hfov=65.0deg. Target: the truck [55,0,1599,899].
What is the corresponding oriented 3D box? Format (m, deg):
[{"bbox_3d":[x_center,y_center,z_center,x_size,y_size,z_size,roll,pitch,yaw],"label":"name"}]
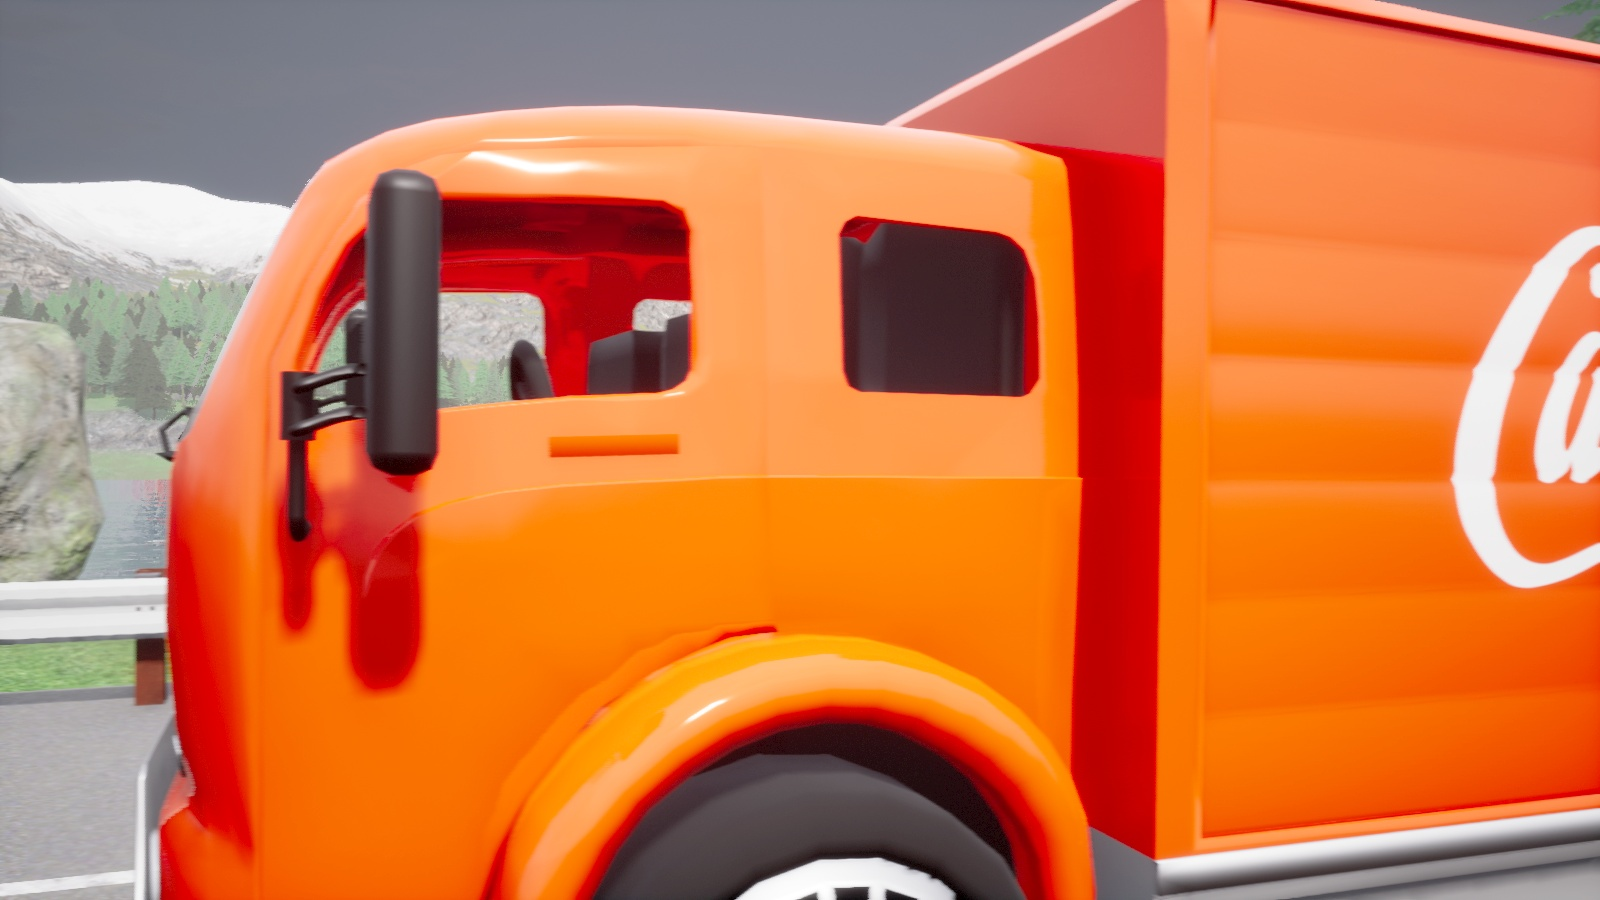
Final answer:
[{"bbox_3d":[1.092,0.238,3.647,5.204,2.467,2.627,-1,1,-21],"label":"truck"}]
